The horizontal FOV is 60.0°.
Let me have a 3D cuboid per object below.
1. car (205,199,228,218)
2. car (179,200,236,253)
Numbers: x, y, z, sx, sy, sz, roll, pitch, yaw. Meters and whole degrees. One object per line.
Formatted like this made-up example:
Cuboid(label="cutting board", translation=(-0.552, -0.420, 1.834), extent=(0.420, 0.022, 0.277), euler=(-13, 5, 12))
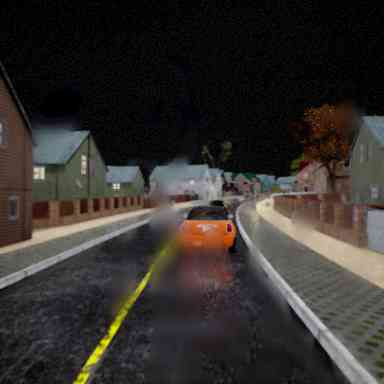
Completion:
Cuboid(label="car", translation=(2.337, 1.457, 30.550), extent=(1.812, 1.442, 4.674), euler=(0, 0, 7))
Cuboid(label="car", translation=(0.669, 1.346, 13.919), extent=(2.097, 1.767, 4.553), euler=(0, 0, 4))
